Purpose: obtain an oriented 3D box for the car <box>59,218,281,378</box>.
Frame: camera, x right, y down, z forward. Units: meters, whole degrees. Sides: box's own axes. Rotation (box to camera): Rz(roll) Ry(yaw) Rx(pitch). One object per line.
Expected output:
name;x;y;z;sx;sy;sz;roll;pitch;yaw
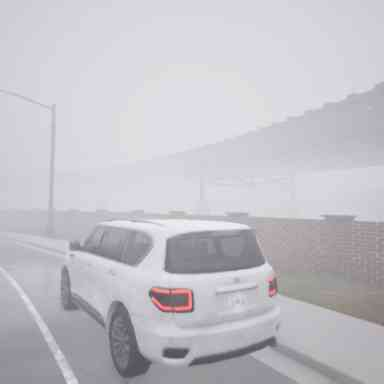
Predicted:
car;-0.903;1.504;6.306;2.150;2.045;5.566;2;-3;-33
